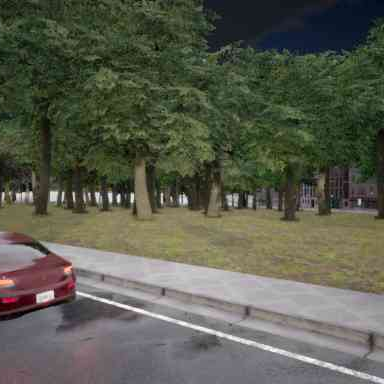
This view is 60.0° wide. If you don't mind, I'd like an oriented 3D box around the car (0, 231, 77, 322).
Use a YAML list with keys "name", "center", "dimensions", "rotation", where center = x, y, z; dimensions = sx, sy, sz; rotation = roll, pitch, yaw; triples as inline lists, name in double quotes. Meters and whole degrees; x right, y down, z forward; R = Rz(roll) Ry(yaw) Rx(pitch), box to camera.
- name: "car"
  center: [-4.221, 1.524, 6.726]
  dimensions: [4.674, 1.442, 1.812]
  rotation: [0, 0, 36]
